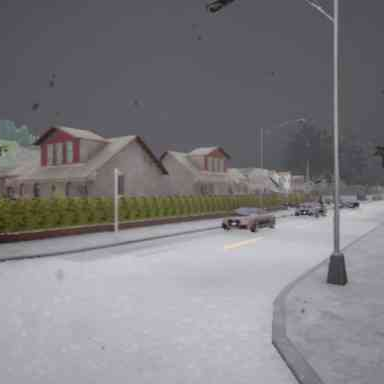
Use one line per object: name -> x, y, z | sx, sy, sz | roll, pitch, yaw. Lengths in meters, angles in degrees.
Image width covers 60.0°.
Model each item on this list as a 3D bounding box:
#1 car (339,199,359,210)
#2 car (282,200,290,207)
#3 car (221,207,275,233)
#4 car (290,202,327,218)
car -> 21.229, 1.639, 44.873 | 2.033, 1.411, 5.357 | 0, 0, 35
car -> 11.034, 1.405, 45.880 | 5.357, 1.415, 2.033 | 0, 0, 38
car -> 3.475, 1.589, 20.151 | 1.994, 1.385, 4.181 | 0, 0, 36
car -> 10.945, 1.587, 30.615 | 1.994, 1.385, 4.181 | 0, 0, 36
